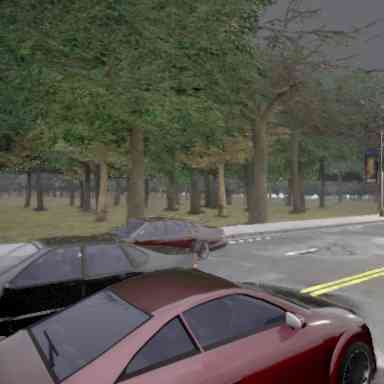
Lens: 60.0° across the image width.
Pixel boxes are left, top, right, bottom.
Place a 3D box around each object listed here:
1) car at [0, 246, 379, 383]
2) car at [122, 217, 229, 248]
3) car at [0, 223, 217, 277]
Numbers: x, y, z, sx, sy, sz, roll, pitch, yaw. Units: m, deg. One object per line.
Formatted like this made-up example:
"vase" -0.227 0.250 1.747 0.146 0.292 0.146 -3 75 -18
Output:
"car" 0.130 1.563 3.536 4.181 1.385 1.994 0 0 -36
"car" -1.289 1.545 10.754 5.357 1.411 2.033 0 0 -36
"car" -2.314 1.546 6.025 5.357 1.411 2.033 0 0 -36
